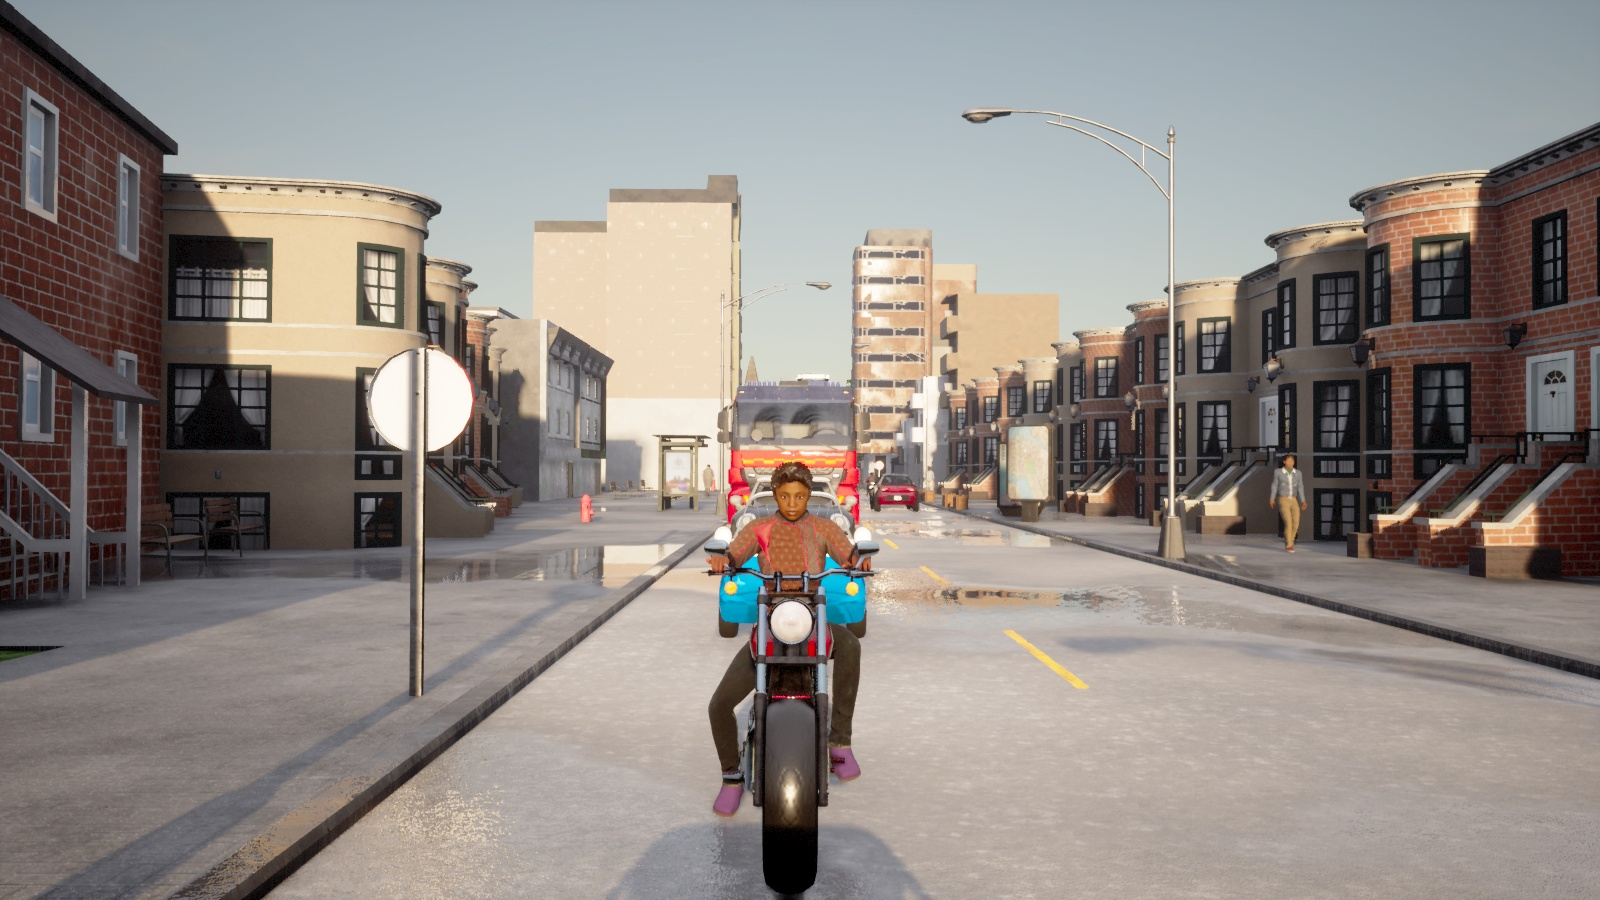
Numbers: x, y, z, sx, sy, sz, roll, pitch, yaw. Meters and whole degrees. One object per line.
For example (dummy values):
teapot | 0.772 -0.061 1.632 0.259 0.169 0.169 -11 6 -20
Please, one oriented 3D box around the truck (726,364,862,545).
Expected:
truck | -0.150 0.168 30.923 2.891 3.827 8.468 0 -1 0

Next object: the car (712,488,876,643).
car | -0.062 1.078 12.451 1.481 1.376 2.207 0 -1 0

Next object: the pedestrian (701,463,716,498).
pedestrian | -5.125 1.719 70.131 0.659 1.952 0.873 0 -1 6

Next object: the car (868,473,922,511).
car | 3.766 1.659 50.509 1.816 1.474 4.193 0 -1 0

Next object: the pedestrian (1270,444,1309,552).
pedestrian | 8.977 0.874 23.041 0.423 1.949 0.788 0 -1 3

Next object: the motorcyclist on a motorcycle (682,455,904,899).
motorcyclist on a motorcycle | -0.031 0.858 5.541 0.766 1.649 2.350 0 -1 0

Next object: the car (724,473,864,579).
car | -0.096 1.109 19.632 1.970 1.475 3.806 0 -1 0
